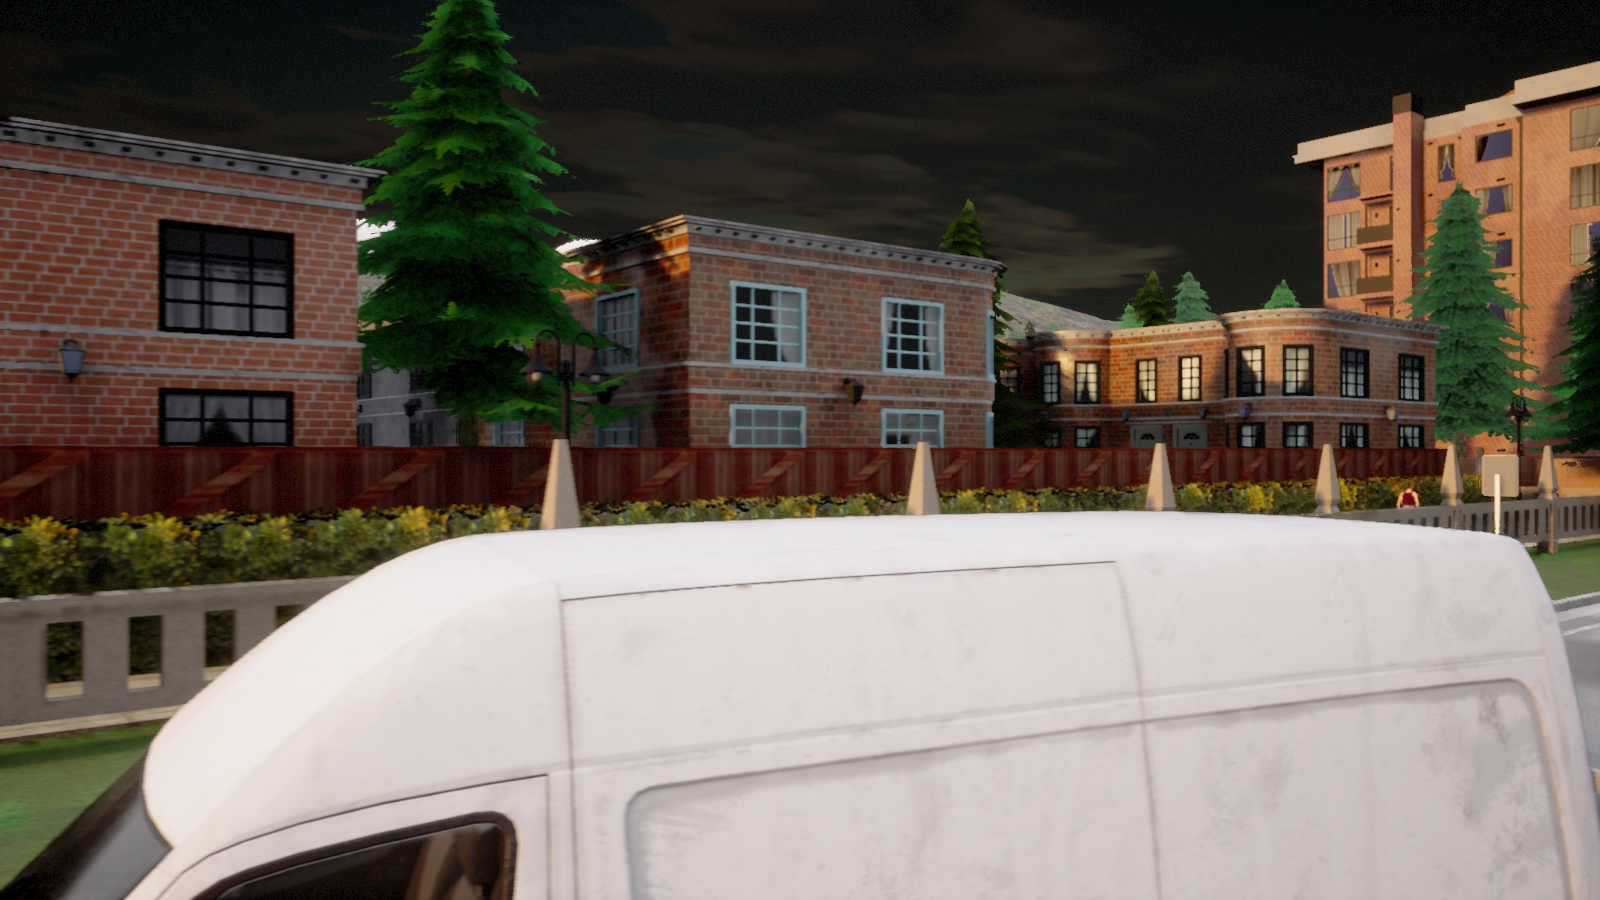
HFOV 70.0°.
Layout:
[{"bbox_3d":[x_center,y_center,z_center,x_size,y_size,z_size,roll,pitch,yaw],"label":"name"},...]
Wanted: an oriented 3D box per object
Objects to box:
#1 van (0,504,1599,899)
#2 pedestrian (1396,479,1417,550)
[{"bbox_3d":[-0.340,1.535,3.416,5.915,2.561,1.988,0,0,-24],"label":"van"},{"bbox_3d":[16.200,1.709,30.511,0.375,1.860,0.375,0,0,-37],"label":"pedestrian"}]
